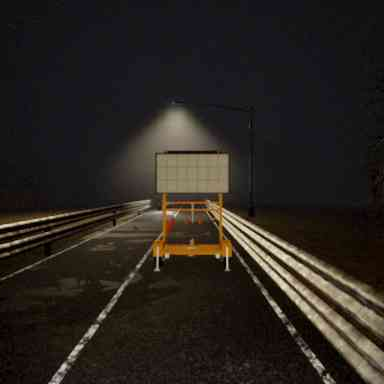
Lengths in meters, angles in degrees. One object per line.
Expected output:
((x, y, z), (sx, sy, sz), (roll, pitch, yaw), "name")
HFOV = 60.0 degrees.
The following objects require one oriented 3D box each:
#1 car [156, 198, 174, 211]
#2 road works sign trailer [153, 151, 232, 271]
((-3.309, 1.487, 41.639), (2.128, 1.511, 4.902), (0, 0, 0), "car")
((0.020, 0.463, 10.868), (2.380, 3.560, 2.880), (0, 0, 0), "road works sign trailer")
